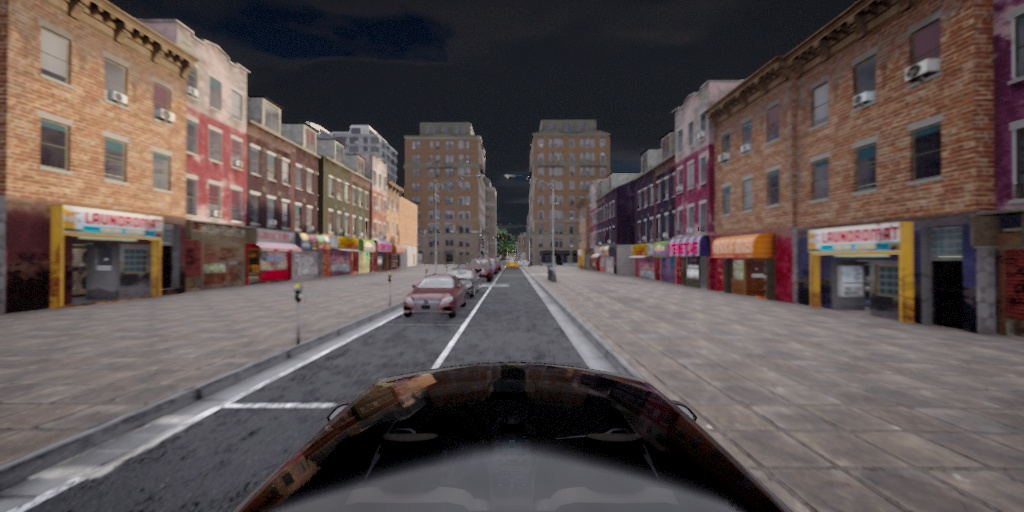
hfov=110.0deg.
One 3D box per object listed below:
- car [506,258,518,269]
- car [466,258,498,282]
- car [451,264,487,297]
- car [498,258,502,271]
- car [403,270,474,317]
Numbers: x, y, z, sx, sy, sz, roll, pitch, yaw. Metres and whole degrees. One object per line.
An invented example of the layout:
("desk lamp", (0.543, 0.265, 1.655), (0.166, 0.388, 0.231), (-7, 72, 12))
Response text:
("car", (0.014, 1.341, 59.479), (1.882, 1.535, 5.008), (0, 0, 0))
("car", (-2.630, 1.094, 29.904), (2.192, 1.841, 5.009), (0, 0, 0))
("car", (-2.633, 1.312, 18.678), (2.007, 1.370, 4.403), (0, 0, 0))
("car", (-2.627, 1.120, 41.131), (2.192, 1.841, 5.009), (0, 0, 0))
("car", (-2.634, 1.337, 13.064), (1.802, 1.307, 4.207), (0, 0, 0))
